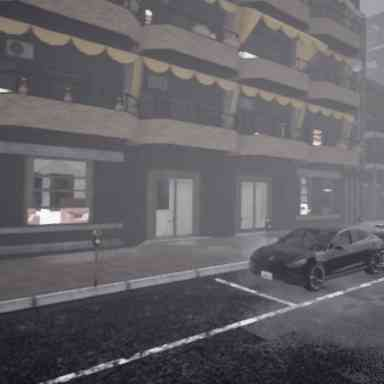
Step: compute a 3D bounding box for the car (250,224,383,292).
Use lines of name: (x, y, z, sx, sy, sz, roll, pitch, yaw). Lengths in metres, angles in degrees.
car: (3.530, 1.585, 9.058, 4.313, 1.339, 1.947, 0, 1, -35)
